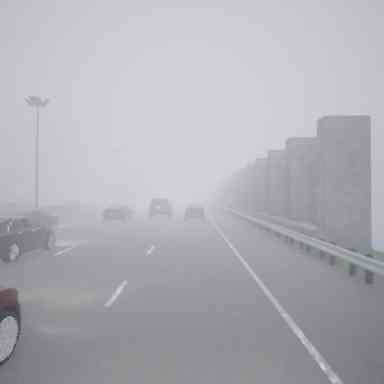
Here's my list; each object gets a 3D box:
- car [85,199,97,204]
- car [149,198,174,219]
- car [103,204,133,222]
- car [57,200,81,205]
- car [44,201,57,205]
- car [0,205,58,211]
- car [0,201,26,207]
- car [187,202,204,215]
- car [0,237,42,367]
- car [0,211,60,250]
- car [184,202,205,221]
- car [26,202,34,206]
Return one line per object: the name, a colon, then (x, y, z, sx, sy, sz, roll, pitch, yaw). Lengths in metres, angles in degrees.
car: (-23.788, 2.500, 78.856, 1.837, 1.490, 4.892, 0, -1, 0)
car: (-3.169, 1.669, 35.059, 2.150, 2.045, 5.566, 0, -1, 1)
car: (-6.754, 1.869, 30.739, 1.882, 1.535, 5.008, 0, -1, 1)
car: (-20.352, 2.066, 56.217, 2.097, 1.767, 4.553, 0, -1, 1)
car: (-30.719, 2.521, 73.015, 1.895, 1.301, 4.718, 0, -1, 0)
car: (-10.362, 1.819, 21.338, 2.033, 1.411, 5.357, 0, -1, 0)
car: (-24.173, 2.057, 43.374, 1.837, 1.490, 4.892, 0, -1, 2)
car: (0.501, 2.042, 43.099, 2.128, 1.511, 4.902, 0, -1, 2)
car: (-3.397, 1.515, 2.821, 1.882, 1.535, 5.008, 0, 0, 0)
car: (-6.880, 1.665, 12.559, 1.837, 1.490, 4.892, 0, -1, 0)
car: (0.261, 1.883, 31.775, 1.882, 1.535, 5.008, 0, -1, 1)
car: (-27.394, 2.227, 53.635, 2.033, 1.411, 5.357, 0, -1, 2)
